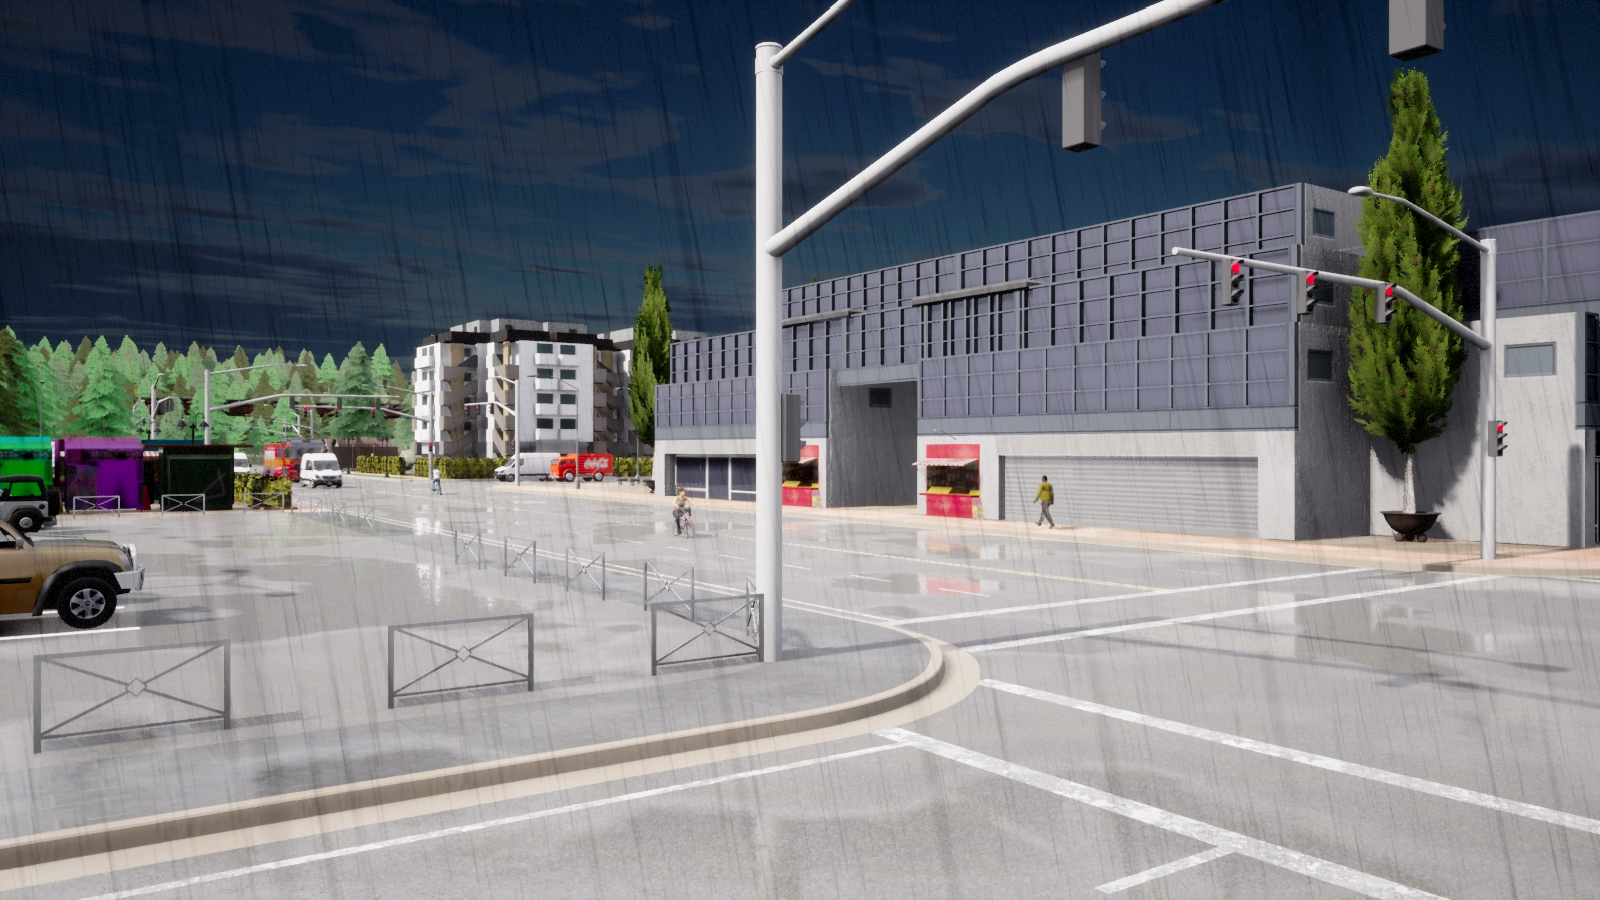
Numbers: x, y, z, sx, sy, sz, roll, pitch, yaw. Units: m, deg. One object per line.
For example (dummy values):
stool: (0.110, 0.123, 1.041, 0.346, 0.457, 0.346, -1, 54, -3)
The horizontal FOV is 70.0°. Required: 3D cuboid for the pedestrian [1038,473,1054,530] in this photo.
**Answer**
pedestrian: (8.168, 1.696, 37.908, 0.375, 1.860, 0.375, 0, 0, -28)
